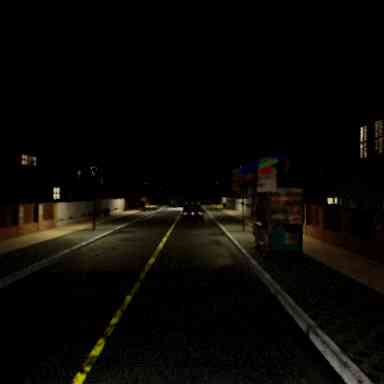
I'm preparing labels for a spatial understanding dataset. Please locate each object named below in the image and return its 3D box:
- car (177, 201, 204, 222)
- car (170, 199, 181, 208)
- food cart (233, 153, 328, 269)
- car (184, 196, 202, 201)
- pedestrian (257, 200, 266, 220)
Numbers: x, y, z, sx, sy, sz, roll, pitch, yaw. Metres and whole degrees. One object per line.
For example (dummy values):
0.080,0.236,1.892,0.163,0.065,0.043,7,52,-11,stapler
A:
0.076,1.790,29.008,2.033,1.411,5.357,0,0,0,car
-2.795,1.990,59.056,2.128,1.511,4.902,0,0,1,car
3.051,0.571,12.657,2.280,3.560,4.660,1,1,0,food cart
0.075,1.590,43.885,2.150,2.045,5.566,0,-1,0,car
2.990,1.261,14.334,0.375,1.860,0.375,-1,1,-2,pedestrian
